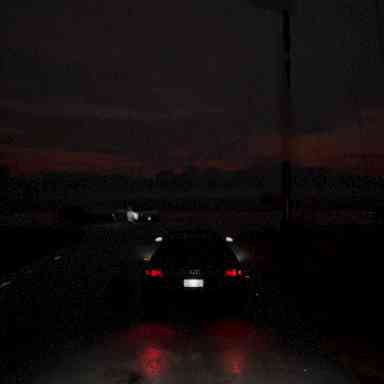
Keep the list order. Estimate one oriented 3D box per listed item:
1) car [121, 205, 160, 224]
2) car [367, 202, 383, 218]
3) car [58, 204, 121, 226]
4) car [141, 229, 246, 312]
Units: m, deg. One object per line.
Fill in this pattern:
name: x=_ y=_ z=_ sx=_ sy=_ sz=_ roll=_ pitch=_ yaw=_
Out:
car: x=-4.485 y=1.675 z=26.395 sx=1.895 sy=1.301 sz=4.718 roll=-5 pitch=3 yaw=-35
car: x=17.010 y=1.505 z=27.461 sx=4.674 sy=1.442 sz=1.812 roll=0 pitch=2 yaw=-1
car: x=-8.049 y=1.674 z=25.163 sx=5.008 sy=1.535 sz=1.882 roll=0 pitch=0 yaw=34
car: x=0.046 y=1.558 z=7.807 sx=1.994 sy=1.385 sz=4.181 roll=0 pitch=0 yaw=1
